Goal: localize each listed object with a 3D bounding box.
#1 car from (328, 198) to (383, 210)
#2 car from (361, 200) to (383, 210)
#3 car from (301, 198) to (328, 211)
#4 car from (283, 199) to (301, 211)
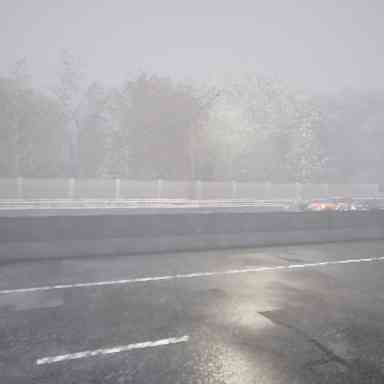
[{"bbox_3d":[13.930,1.329,27.206,4.553,1.767,2.097,0,0,-20],"label":"car"},{"bbox_3d":[14.771,1.523,23.790,4.674,1.442,1.812,0,0,-20],"label":"car"},{"bbox_3d":[12.851,1.308,30.537,4.553,1.767,2.097,0,0,-20],"label":"car"},{"bbox_3d":[11.594,1.428,33.804,4.902,1.511,2.128,0,0,-20],"label":"car"}]
